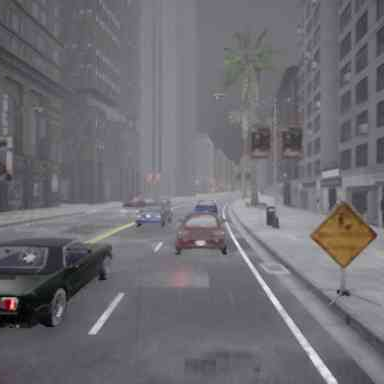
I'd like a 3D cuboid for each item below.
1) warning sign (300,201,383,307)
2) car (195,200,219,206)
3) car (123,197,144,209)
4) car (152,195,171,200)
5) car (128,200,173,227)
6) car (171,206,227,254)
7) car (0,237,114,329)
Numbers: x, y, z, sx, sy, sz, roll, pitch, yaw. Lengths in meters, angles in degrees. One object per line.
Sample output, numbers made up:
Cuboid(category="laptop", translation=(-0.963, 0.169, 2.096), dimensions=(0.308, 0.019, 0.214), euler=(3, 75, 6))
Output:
Cuboid(category="warning sign", translation=(2.911, 1.109, 6.422), dimensions=(1.300, 1.860, 1.060), euler=(0, 0, 1))
Cuboid(category="car", translation=(1.273, 1.398, 28.856), dimensions=(1.882, 1.535, 5.008), euler=(0, 0, 4))
Cuboid(category="car", translation=(-7.406, 1.344, 42.743), dimensions=(1.882, 1.535, 5.008), euler=(0, 0, 6))
Cuboid(category="car", translation=(-4.050, 1.215, 43.470), dimensions=(2.097, 1.767, 4.553), euler=(0, 0, 7))
Cuboid(category="car", translation=(-2.452, 1.491, 22.480), dimensions=(2.033, 1.411, 5.357), euler=(0, 0, 4))
Cuboid(category="car", translation=(0.394, 1.501, 13.275), dimensions=(1.812, 1.442, 4.674), euler=(0, 0, 2))
Cuboid(category="car", translation=(-3.083, 1.588, 6.935), dimensions=(1.895, 1.301, 4.718), euler=(0, 0, 2))
